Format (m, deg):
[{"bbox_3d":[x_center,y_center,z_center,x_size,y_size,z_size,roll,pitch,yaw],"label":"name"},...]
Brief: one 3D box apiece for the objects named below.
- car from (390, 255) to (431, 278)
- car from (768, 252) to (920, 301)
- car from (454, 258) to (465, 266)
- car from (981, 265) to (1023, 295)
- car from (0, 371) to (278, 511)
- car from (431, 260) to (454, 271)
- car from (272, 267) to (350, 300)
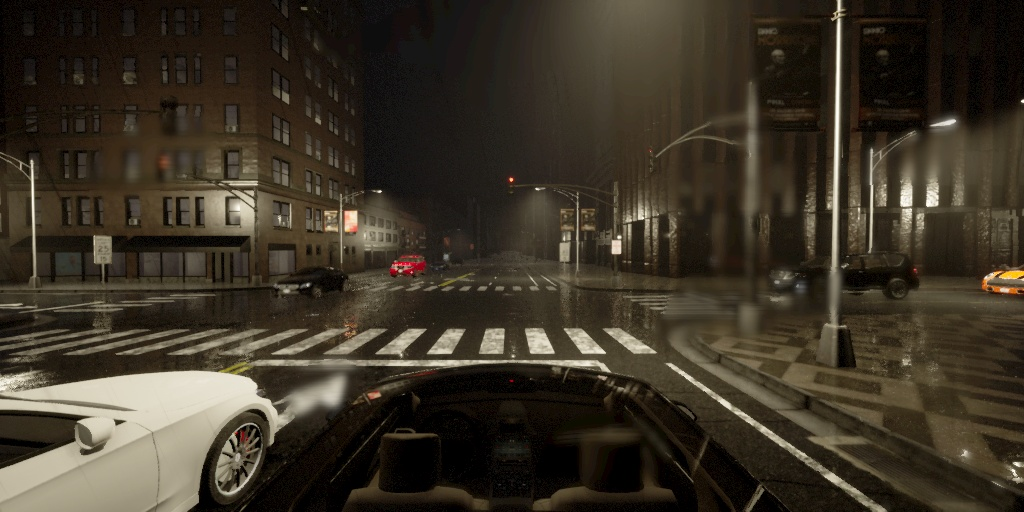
[{"bbox_3d":[-9.734,0.973,34.111,2.150,2.045,5.566,0,0,0],"label":"car"},{"bbox_3d":[14.873,0.867,16.234,5.566,2.045,2.150,0,1,1],"label":"car"},{"bbox_3d":[-9.531,1.007,64.097,2.033,1.411,5.357,0,0,0],"label":"car"},{"bbox_3d":[24.542,0.960,16.241,4.553,1.767,2.097,0,1,0],"label":"car"},{"bbox_3d":[-3.159,1.276,1.416,1.812,1.442,4.674,0,0,2],"label":"car"},{"bbox_3d":[-9.678,1.302,48.791,2.033,1.411,5.357,0,0,0],"label":"car"},{"bbox_3d":[-9.796,1.274,17.930,1.812,1.442,4.674,0,0,0],"label":"car"}]
